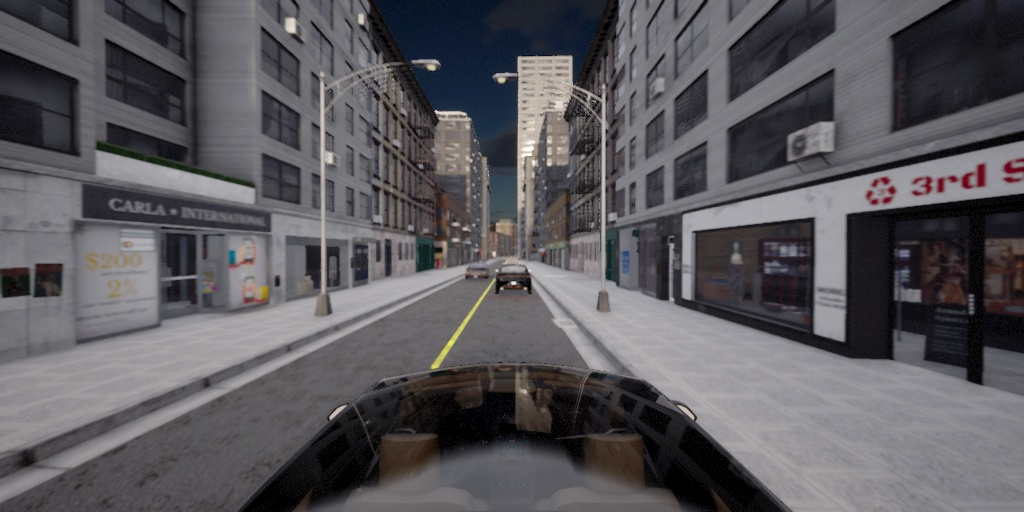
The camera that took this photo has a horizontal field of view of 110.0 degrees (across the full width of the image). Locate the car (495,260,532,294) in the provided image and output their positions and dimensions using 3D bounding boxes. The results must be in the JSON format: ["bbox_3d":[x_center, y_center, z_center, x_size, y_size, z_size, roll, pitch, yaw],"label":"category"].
[{"bbox_3d":[0.081,1.157,19.855,1.882,1.535,5.008,0,0,0],"label":"car"}]

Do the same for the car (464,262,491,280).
[{"bbox_3d":[-2.777,1.191,30.041,2.033,1.411,5.357,0,0,0],"label":"car"}]
